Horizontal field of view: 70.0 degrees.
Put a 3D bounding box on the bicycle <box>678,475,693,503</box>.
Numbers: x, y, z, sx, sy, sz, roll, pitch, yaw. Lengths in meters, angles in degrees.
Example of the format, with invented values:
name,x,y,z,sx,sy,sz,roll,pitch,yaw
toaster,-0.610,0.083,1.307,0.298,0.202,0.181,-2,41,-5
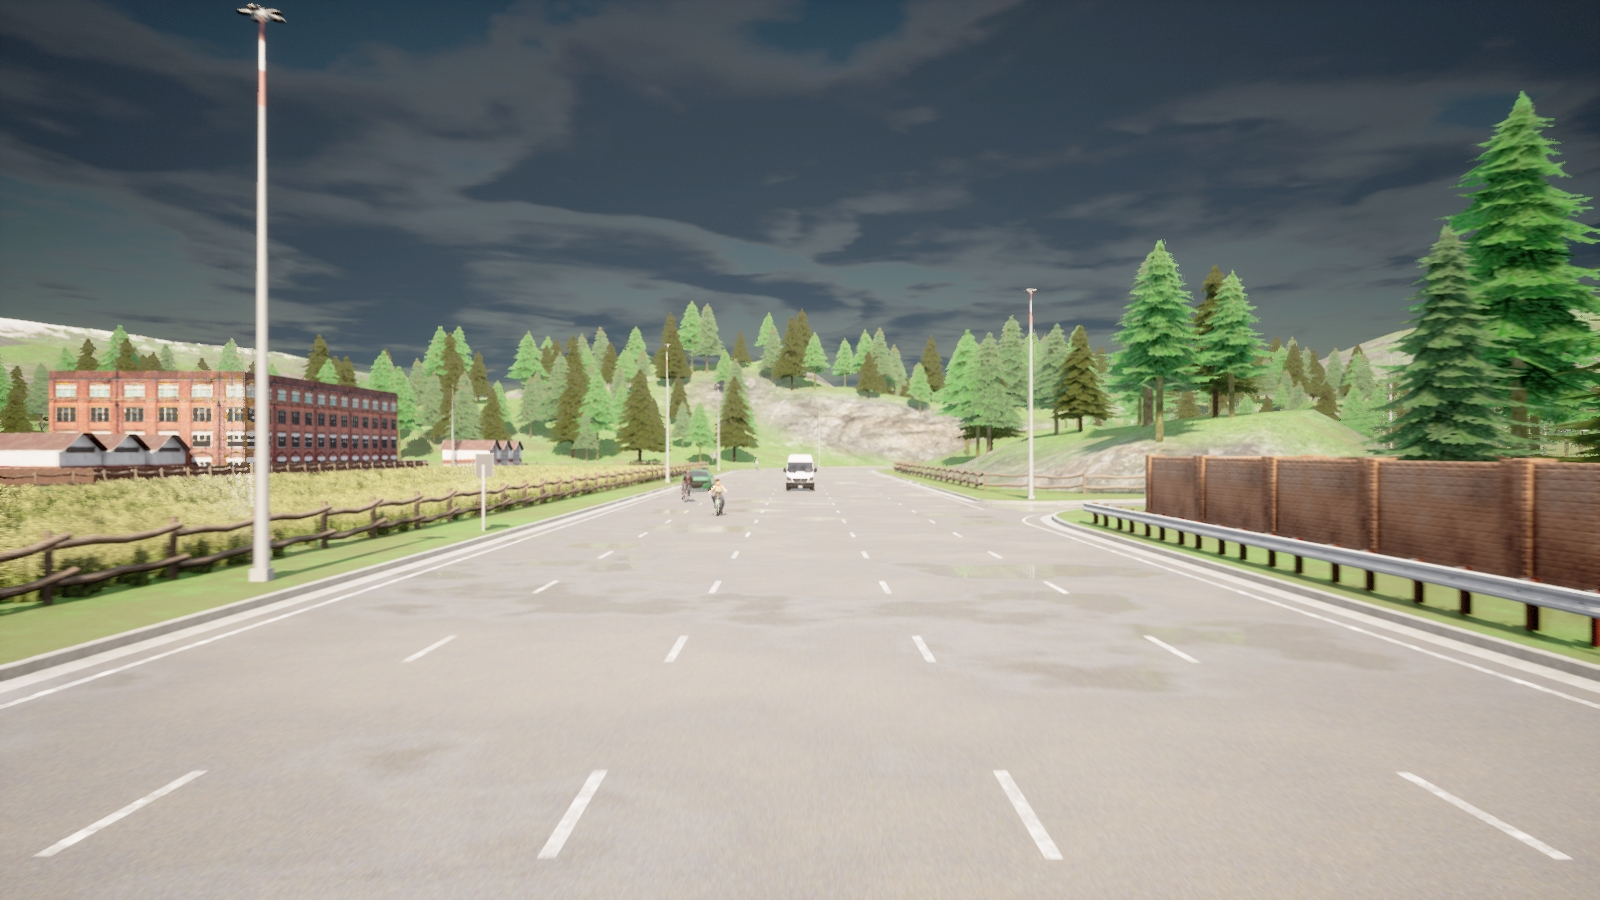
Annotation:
name,x,y,z,sx,sy,sz,roll,pitch,yaw
bicycle,-6.171,2.110,61.798,0.329,1.471,1.835,2,0,8

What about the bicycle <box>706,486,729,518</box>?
name,x,y,z,sx,sy,sz,roll,pitch,yaw
bicycle,-3.486,2.197,48.593,0.859,1.276,1.487,0,0,0
